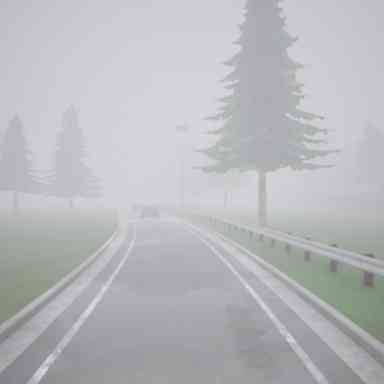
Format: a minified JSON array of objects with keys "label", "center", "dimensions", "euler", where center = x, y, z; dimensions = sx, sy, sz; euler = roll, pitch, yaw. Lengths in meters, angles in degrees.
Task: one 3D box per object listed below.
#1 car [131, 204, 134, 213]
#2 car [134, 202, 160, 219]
[{"label":"car","center":[-7.336,2.113,45.839],"dimensions":[1.994,1.385,4.181],"euler":[0,-1,-12]},{"label":"car","center":[-4.326,1.888,33.266],"dimensions":[2.128,1.511,4.902],"euler":[0,-1,-13]}]
